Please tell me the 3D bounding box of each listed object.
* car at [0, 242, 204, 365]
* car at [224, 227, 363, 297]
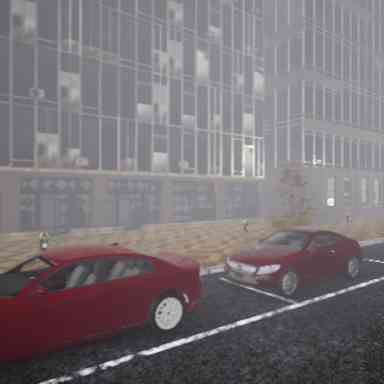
[{"bbox_3d":[-1.897,1.545,5.204,4.507,1.381,1.887,0,0,-36],"label":"car"},{"bbox_3d":[2.738,1.581,8.511,4.206,1.307,1.802,0,0,-36],"label":"car"}]
